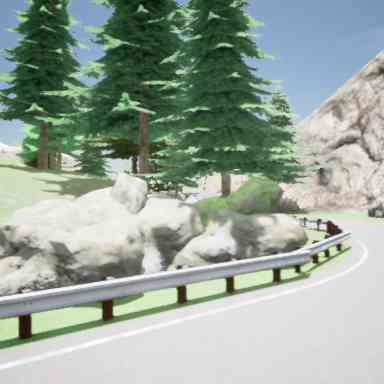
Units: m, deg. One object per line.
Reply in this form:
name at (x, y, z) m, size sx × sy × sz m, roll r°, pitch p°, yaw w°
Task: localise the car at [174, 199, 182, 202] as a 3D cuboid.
car at (-2.173, 1.613, 41.291) m, size 1.882 × 1.535 × 5.008 m, roll 0°, pitch -1°, yaw -38°
